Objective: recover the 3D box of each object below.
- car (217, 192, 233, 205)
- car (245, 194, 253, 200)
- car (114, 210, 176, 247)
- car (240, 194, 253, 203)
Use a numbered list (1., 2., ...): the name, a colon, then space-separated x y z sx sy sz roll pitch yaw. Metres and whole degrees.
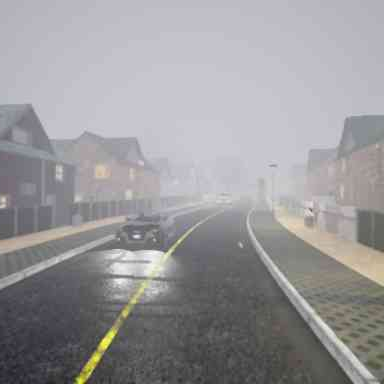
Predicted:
1. car: 5.514 1.098 54.877 2.150 2.045 5.566 0 0 12
2. car: 14.451 1.301 83.707 1.837 1.490 4.892 0 0 12
3. car: -1.945 1.525 14.853 1.994 1.385 4.181 0 0 6
4. car: 10.590 1.238 65.428 2.097 1.767 4.553 0 0 12
